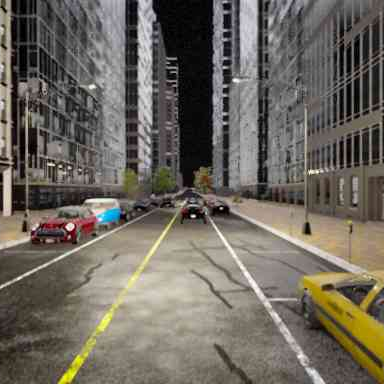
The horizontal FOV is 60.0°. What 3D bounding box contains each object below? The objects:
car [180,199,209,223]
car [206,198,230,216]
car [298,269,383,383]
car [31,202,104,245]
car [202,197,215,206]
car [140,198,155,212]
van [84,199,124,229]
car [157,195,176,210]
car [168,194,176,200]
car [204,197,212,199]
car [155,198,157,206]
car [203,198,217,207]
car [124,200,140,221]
[{"bbox_3d":[0.094,1.514,25.309,1.812,1.442,4.674,0,0,0],"label":"car"},{"bbox_3d":[2.677,1.547,32.362,1.947,1.339,4.313,0,0,0],"label":"car"},{"bbox_3d":[2.686,1.524,4.069,1.752,1.417,4.829,0,0,0],"label":"car"},{"bbox_3d":[-5.699,1.435,15.291,1.967,1.590,4.097,0,0,0],"label":"car"},{"bbox_3d":[2.669,1.499,55.133,1.887,1.381,4.507,0,0,0],"label":"car"},{"bbox_3d":[-5.706,1.541,38.060,1.947,1.339,4.313,0,0,0],"label":"car"},{"bbox_3d":[-5.701,1.332,20.982,1.690,1.788,3.998,0,0,0],"label":"van"},{"bbox_3d":[-3.103,1.475,43.518,1.837,1.490,4.892,0,0,0],"label":"car"},{"bbox_3d":[-5.725,1.312,94.983,1.967,1.590,4.097,0,0,0],"label":"car"},{"bbox_3d":[2.675,1.520,38.055,1.887,1.381,4.507,0,0,0],"label":"car"},{"bbox_3d":[-5.709,1.527,49.445,1.947,1.339,4.313,0,0,0],"label":"car"},{"bbox_3d":[2.671,1.543,49.440,1.802,1.307,4.206,0,0,0],"label":"car"},{"bbox_3d":[-5.702,1.553,26.676,1.947,1.339,4.313,0,0,0],"label":"car"}]
